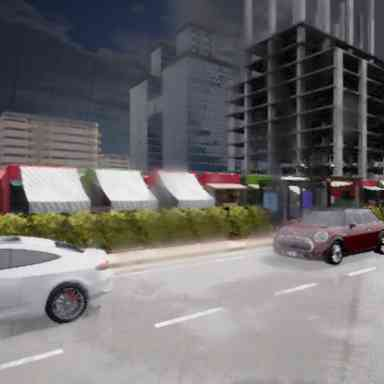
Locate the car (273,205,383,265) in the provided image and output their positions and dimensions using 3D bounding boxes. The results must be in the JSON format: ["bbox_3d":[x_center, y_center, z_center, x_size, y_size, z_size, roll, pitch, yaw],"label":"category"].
[{"bbox_3d":[4.997,1.370,11.844,4.553,1.767,2.097,0,0,-35],"label":"car"}]

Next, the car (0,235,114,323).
[{"bbox_3d":[-3.676,1.526,5.669,4.674,1.442,1.812,0,0,-35],"label":"car"}]
